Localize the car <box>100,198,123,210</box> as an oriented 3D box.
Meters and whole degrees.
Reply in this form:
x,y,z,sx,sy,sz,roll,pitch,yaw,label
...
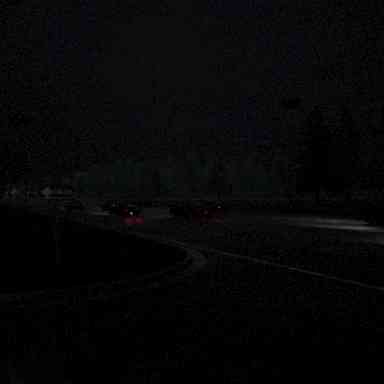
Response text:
x,y,z,sx,sy,sz,roll,pitch,yaw,label
-11.480,1.850,47.397,2.033,1.411,5.357,0,0,-34,car

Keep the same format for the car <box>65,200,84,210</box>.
x,y,z,sx,sy,sz,roll,pitch,yaw,label
-17.858,1.937,50.648,1.994,1.385,4.181,0,0,-34,car

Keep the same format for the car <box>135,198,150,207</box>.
x,y,z,sx,sy,sz,roll,pitch,yaw,label
-8.688,1.806,55.825,2.128,1.511,4.902,0,0,-34,car

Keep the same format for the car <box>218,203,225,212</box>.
x,y,z,sx,sy,sz,roll,pitch,yaw,label
2.030,1.715,39.769,1.994,1.385,4.181,0,0,-34,car

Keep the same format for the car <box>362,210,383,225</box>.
x,y,z,sx,sy,sz,roll,pitch,yaw,label
13.921,1.570,21.957,1.895,1.301,4.718,0,0,-34,car

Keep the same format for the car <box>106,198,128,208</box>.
x,y,z,sx,sy,sz,roll,pitch,yaw,label
-12.541,1.824,55.292,1.882,1.535,5.008,0,0,-34,car

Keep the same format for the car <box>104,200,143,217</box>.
x,y,z,sx,sy,sz,roll,pitch,yaw,label
-7.209,1.812,34.694,1.895,1.301,4.718,0,0,-34,car

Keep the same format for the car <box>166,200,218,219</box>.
x,y,z,sx,sy,sz,roll,pitch,yaw,label
-0.170,1.608,30.456,1.882,1.535,5.008,0,0,-34,car

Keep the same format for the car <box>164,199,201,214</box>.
x,y,z,sx,sy,sz,roll,pitch,yaw,label
-1.149,1.650,38.225,1.882,1.535,5.008,0,0,-34,car
